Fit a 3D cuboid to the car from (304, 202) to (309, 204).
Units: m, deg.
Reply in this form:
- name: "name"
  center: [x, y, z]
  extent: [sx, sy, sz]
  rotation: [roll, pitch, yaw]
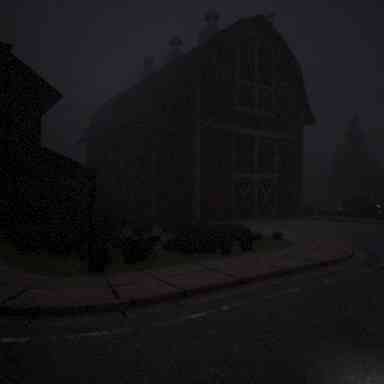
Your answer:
- name: "car"
  center: [12.920, 1.609, 42.578]
  extent: [2.128, 1.511, 4.902]
  rotation: [0, 0, -34]

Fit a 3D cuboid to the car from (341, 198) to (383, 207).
- name: "car"
  center: [18.106, 1.465, 35.028]
  extent: [2.097, 1.767, 4.553]
  rotation: [0, 0, -34]
